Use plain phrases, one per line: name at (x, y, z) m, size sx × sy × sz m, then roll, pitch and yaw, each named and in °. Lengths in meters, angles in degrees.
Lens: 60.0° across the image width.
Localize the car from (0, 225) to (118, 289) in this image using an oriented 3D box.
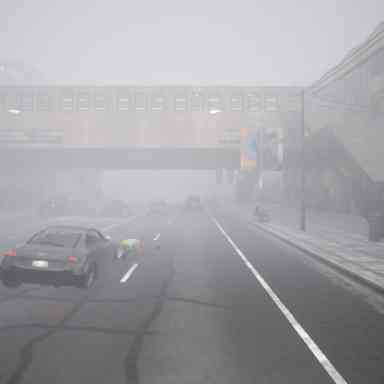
car at (-3.332, 1.618, 9.231) m, size 1.994 × 1.385 × 4.181 m, roll 5°, pitch -3°, yaw -1°

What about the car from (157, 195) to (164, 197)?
car at (-6.755, 1.477, 71.458) m, size 1.882 × 1.535 × 5.008 m, roll 0°, pitch 0°, yaw 0°

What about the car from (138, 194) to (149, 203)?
car at (-10.255, 1.354, 71.911) m, size 2.097 × 1.767 × 4.553 m, roll 0°, pitch 0°, yaw 0°

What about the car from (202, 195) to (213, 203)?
car at (3.142, 1.480, 69.708) m, size 2.097 × 1.535 × 5.008 m, roll 0°, pitch 0°, yaw 0°

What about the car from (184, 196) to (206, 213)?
car at (0.178, 1.352, 37.010) m, size 2.097 × 1.767 × 4.553 m, roll 0°, pitch 0°, yaw 1°

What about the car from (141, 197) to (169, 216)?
car at (-3.354, 1.547, 32.688) m, size 2.033 × 1.411 × 5.357 m, roll 0°, pitch 0°, yaw 0°

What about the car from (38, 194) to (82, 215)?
car at (-13.505, 1.229, 33.913) m, size 2.435 × 2.045 × 5.566 m, roll 0°, pitch 0°, yaw 0°

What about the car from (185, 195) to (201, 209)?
car at (0.208, 1.352, 47.157) m, size 2.097 × 1.767 × 4.553 m, roll 0°, pitch 0°, yaw 1°

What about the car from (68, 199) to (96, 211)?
car at (-13.537, 1.595, 41.309) m, size 1.895 × 1.301 × 4.718 m, roll 0°, pitch 0°, yaw 0°

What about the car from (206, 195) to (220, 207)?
car at (3.214, 1.481, 52.507) m, size 2.231 × 1.521 × 4.892 m, roll 0°, pitch 0°, yaw 10°

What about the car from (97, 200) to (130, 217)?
car at (-7.051, 1.477, 31.174) m, size 1.882 × 1.535 × 5.008 m, roll 0°, pitch 0°, yaw 0°

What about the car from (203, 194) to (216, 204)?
car at (3.269, 1.354, 63.283) m, size 2.185 × 1.767 × 4.553 m, roll 0°, pitch 0°, yaw 0°

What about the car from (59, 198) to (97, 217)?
car at (-10.550, 1.564, 31.610) m, size 1.994 × 1.385 × 4.181 m, roll 0°, pitch 0°, yaw 0°
